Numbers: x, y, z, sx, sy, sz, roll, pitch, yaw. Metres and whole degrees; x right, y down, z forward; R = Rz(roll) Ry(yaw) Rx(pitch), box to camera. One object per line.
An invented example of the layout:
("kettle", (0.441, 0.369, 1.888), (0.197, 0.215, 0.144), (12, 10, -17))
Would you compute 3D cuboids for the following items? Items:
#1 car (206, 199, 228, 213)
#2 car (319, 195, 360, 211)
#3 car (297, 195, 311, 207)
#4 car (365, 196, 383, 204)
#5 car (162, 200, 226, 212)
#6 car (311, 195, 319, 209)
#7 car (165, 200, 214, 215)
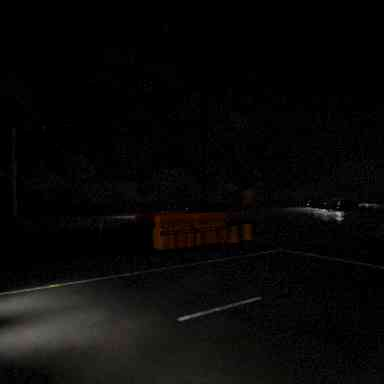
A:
("car", (1.094, 1.420, 30.579), (5.008, 1.535, 1.882), (0, 0, -36))
("car", (16.899, 1.220, 37.566), (4.553, 1.767, 2.097), (0, 0, -36))
("car", (16.605, 1.199, 45.957), (4.553, 1.767, 2.097), (0, 0, -36))
("car", (31.431, 1.368, 56.485), (4.718, 1.301, 1.895), (0, 0, -35))
("car", (-0.013, 1.559, 25.487), (4.718, 1.301, 1.895), (0, 0, -36))
("car", (17.701, 1.378, 42.440), (4.674, 1.442, 1.812), (0, 0, -36))
("car", (-0.225, 1.539, 33.938), (4.718, 1.301, 1.895), (0, 0, -36))
